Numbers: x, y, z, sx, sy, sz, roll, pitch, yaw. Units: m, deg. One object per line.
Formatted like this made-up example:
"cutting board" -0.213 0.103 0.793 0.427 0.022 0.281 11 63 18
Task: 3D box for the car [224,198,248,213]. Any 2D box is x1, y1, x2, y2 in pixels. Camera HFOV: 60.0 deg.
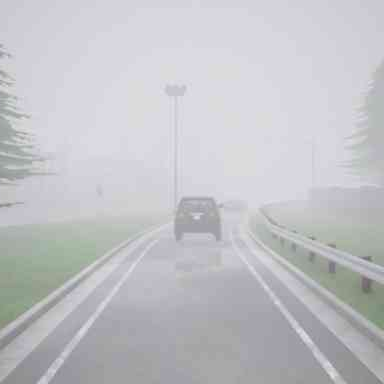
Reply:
"car" 4.851 1.452 36.674 2.128 1.511 4.902 0 0 21

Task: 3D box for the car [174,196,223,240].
"car" 0.415 1.205 17.125 2.150 2.045 5.566 0 0 4
